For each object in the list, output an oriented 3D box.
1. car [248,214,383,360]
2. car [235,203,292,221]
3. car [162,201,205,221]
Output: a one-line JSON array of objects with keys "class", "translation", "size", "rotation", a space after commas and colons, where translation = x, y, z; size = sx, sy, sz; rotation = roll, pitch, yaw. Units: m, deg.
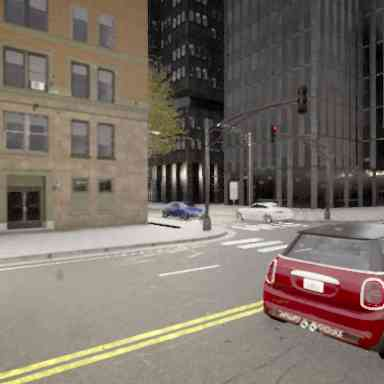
[{"class": "car", "translation": [3.379, 1.344, 6.065], "size": [4.553, 1.767, 2.097], "rotation": [0, 0, -39]}, {"class": "car", "translation": [5.151, 1.491, 24.182], "size": [1.812, 1.442, 4.674], "rotation": [1, 0, -35]}, {"class": "car", "translation": [-0.747, 1.494, 26.885], "size": [1.812, 1.442, 4.674], "rotation": [0, 1, -36]}]
